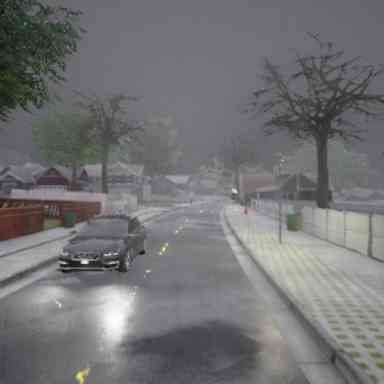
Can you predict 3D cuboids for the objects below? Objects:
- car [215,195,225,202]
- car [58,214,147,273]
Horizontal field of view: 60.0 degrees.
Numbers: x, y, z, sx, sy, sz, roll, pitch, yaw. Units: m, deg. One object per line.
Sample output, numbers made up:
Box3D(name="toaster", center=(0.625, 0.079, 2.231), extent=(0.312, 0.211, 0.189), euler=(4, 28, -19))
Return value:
Box3D(name="car", center=(7.925, 1.727, 93.407), extent=(2.150, 2.045, 5.566), euler=(0, -1, 13))
Box3D(name="car", center=(-2.654, 1.544, 10.885), extent=(1.837, 1.490, 4.892), euler=(0, 0, 2))
